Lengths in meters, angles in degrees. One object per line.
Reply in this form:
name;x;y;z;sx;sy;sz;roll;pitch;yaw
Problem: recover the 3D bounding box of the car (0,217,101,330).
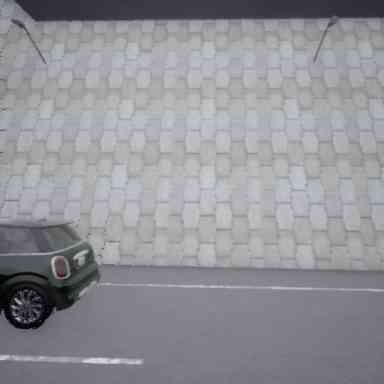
car;-4.186;1.279;6.320;4.553;1.767;2.097;1;0;2
